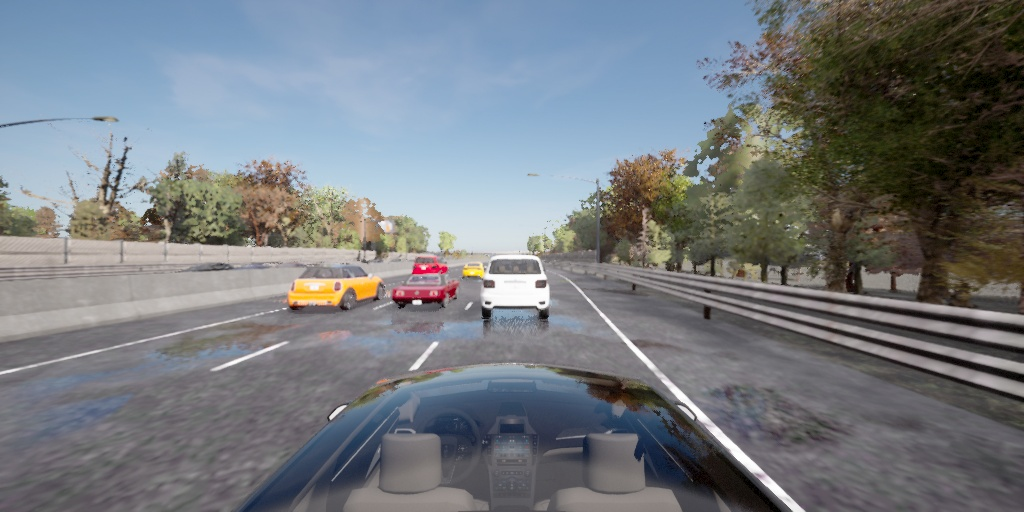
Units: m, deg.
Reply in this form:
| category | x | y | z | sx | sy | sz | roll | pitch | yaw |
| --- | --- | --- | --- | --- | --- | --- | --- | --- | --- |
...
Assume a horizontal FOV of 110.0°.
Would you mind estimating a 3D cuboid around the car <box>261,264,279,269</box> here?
| category | x | y | z | sx | sy | sz | roll | pitch | yaw |
| --- | --- | --- | --- | --- | --- | --- | --- | --- | --- |
| car | -21.091 | 1.369 | 34.119 | 1.812 | 1.442 | 4.674 | 0 | 0 | 0 |

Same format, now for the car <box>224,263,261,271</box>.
| category | x | y | z | sx | sy | sz | roll | pitch | yaw |
| --- | --- | --- | --- | --- | --- | --- | --- | --- | --- |
| car | -24.598 | 1.407 | 34.224 | 1.994 | 1.385 | 4.181 | 0 | 0 | 0 |

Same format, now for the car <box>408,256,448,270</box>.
| category | x | y | z | sx | sy | sz | roll | pitch | yaw |
| --- | --- | --- | --- | --- | --- | --- | --- | --- | --- |
| car | -6.907 | 1.054 | 30.723 | 2.150 | 2.045 | 5.566 | 0 | 0 | 0 |

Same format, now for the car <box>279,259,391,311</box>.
| category | x | y | z | sx | sy | sz | roll | pitch | yaw |
| --- | --- | --- | --- | --- | --- | --- | --- | --- | --- |
| car | -6.907 | 1.136 | 14.664 | 2.097 | 1.767 | 4.553 | 0 | 0 | 0 |

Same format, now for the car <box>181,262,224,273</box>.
| category | x | y | z | sx | sy | sz | roll | pitch | yaw |
| --- | --- | --- | --- | --- | --- | --- | --- | --- | --- |
| car | -27.933 | 1.344 | 33.147 | 1.837 | 1.490 | 4.892 | 0 | 0 | -1 |

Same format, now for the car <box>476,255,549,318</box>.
| category | x | y | z | sx | sy | sz | roll | pitch | yaw |
| --- | --- | --- | --- | --- | --- | --- | --- | --- | --- |
| car | 0.094 | 1.002 | 13.189 | 2.150 | 2.045 | 5.566 | 0 | 0 | 0 |

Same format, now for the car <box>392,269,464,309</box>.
| category | x | y | z | sx | sy | sz | roll | pitch | yaw |
| --- | --- | --- | --- | --- | --- | --- | --- | --- | --- |
| car | -3.405 | 1.386 | 15.142 | 1.895 | 1.301 | 4.718 | 0 | 0 | 0 |

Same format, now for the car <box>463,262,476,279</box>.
| category | x | y | z | sx | sy | sz | roll | pitch | yaw |
| --- | --- | --- | --- | --- | --- | --- | --- | --- | --- |
| car | -3.407 | 1.320 | 33.285 | 1.882 | 1.535 | 5.008 | 0 | 0 | 0 |
